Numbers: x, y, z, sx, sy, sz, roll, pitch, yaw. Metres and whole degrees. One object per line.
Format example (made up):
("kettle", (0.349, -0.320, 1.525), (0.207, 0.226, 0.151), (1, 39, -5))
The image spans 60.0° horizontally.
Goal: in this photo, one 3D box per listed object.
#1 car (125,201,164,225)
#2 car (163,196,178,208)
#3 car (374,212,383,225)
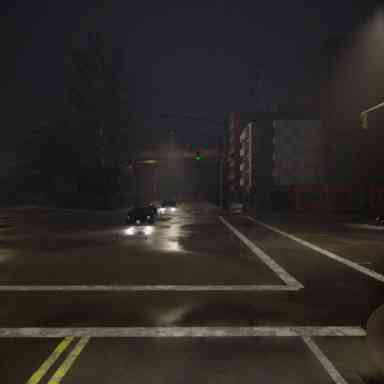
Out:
("car", (-3.493, 1.558, 24.285), (2.033, 1.411, 5.357), (0, 0, 0))
("car", (-3.493, 1.597, 49.138), (1.895, 1.301, 4.718), (0, 0, 0))
("car", (15.305, 1.635, 23.060), (4.892, 1.490, 1.837), (0, 0, 0))
